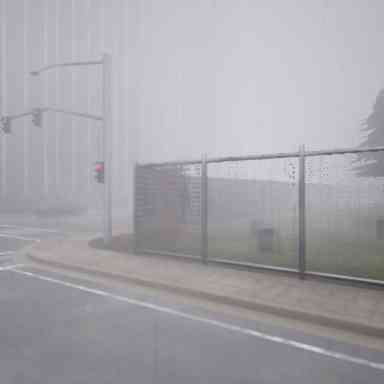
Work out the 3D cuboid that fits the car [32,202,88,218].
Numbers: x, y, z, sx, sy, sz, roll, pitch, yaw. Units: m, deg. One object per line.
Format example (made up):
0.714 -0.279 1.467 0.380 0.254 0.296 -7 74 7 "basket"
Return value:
-12.124 1.647 30.689 1.895 1.301 4.718 0 0 36 "car"
